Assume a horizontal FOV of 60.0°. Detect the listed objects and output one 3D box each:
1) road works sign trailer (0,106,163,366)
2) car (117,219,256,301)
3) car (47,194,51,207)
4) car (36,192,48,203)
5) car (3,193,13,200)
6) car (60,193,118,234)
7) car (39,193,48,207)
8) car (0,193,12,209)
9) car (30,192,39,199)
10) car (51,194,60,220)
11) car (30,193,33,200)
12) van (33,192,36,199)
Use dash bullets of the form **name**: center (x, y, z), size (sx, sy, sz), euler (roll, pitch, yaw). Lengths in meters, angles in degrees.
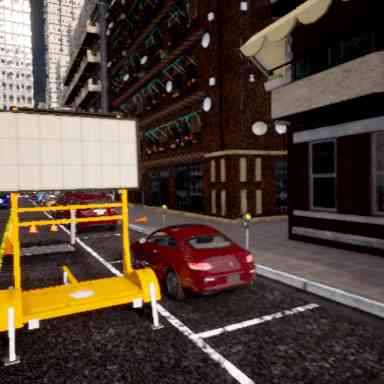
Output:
- **road works sign trailer**: center (-2.145, 0.378, 5.960), size (2.380, 3.560, 2.880), euler (-2, 1, -28)
- **car**: center (-0.225, 1.401, 7.820), size (1.802, 1.307, 4.206), euler (-3, 2, -28)
- **car**: center (-10.531, 1.108, 27.477), size (1.967, 1.590, 4.097), euler (-3, 2, -28)
- **car**: center (-18.256, 0.993, 42.222), size (1.967, 1.590, 4.097), euler (-3, 2, -28)
- **car**: center (-41.263, 0.986, 74.718), size (1.812, 1.442, 4.674), euler (-2, 1, -28)
- **car**: center (-5.385, 1.059, 17.642), size (2.192, 1.841, 5.009), euler (-3, 2, -28)
- **car**: center (-15.756, 1.116, 37.460), size (1.752, 1.417, 4.829), euler (-3, 2, -28)
- **car**: center (-22.431, 0.973, 38.639), size (2.150, 2.045, 5.566), euler (-2, 1, -27)
- **car**: center (-36.358, 0.804, 76.782), size (1.752, 1.417, 4.829), euler (-3, 2, -28)
- **car**: center (-7.960, 1.021, 22.558), size (2.192, 1.841, 5.009), euler (-3, 2, -28)
- **car**: center (-33.703, 0.864, 71.716), size (1.887, 1.381, 4.507), euler (-3, 2, -28)
- **van**: center (-23.410, 0.817, 52.050), size (1.690, 1.788, 3.998), euler (-3, 2, -28)
